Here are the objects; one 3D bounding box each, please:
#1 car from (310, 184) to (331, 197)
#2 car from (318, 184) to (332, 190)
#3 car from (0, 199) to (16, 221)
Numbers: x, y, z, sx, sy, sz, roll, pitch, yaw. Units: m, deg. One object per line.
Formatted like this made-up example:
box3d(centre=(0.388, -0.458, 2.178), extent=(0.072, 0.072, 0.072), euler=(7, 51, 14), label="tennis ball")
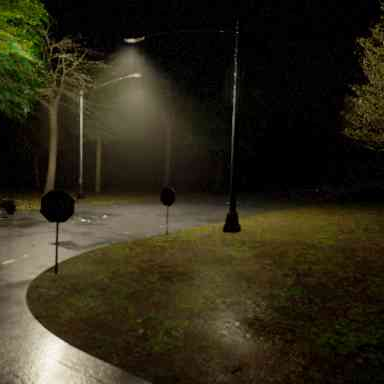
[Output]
box3d(centre=(20.357, -0.228, 52.860), extent=(2.097, 1.767, 4.553), euler=(3, 4, 32), label="car")
box3d(centre=(32.650, -1.318, 81.597), extent=(1.895, 1.301, 4.718), euler=(4, 4, 35), label="car")
box3d(centre=(-12.481, 0.946, 18.521), extent=(2.128, 1.511, 4.902), euler=(4, 4, 35), label="car")
